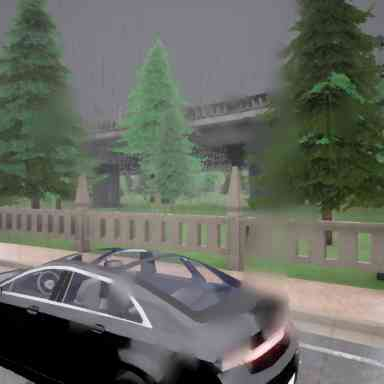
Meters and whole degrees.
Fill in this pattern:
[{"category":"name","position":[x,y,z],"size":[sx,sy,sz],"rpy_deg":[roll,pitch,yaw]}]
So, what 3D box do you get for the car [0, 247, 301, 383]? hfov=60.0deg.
[{"category":"car","position":[-1.183,1.492,4.242],"size":[4.902,1.511,2.128],"rpy_deg":[0,0,33]}]
